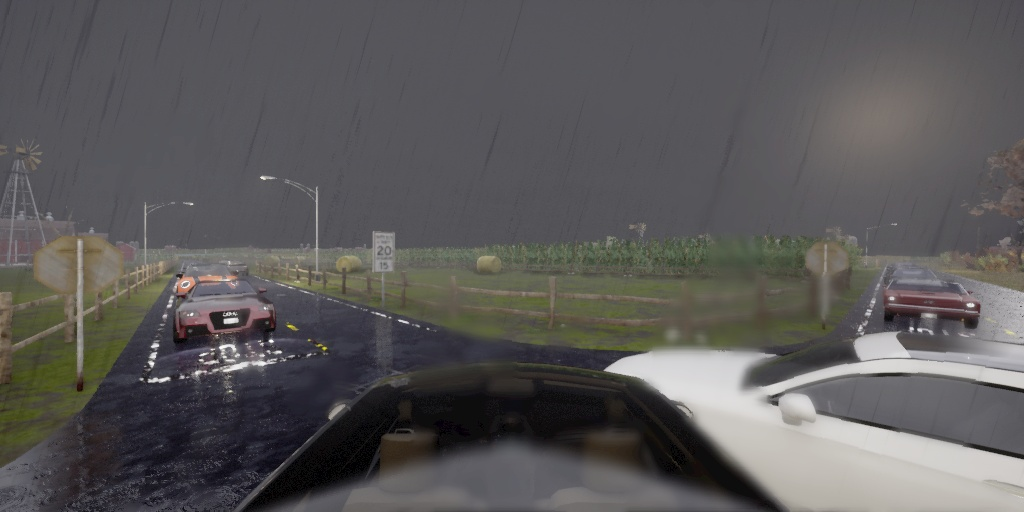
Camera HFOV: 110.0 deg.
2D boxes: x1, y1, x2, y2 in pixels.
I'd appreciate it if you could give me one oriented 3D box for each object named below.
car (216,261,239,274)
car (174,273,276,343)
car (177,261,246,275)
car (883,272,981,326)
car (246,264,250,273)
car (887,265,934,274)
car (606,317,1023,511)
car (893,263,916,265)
[{"bbox_3d":[-34.107,1.325,42.897,1.837,1.490,4.892,0,0,-42],"label":"car"},{"bbox_3d":[-8.031,1.359,9.973,1.994,1.385,4.181,0,0,-43],"label":"car"},{"bbox_3d":[-13.869,1.148,16.401,2.097,1.767,4.553,0,0,-42],"label":"car"},{"bbox_3d":[13.412,1.398,11.651,4.718,1.301,1.895,0,1,-44],"label":"car"},{"bbox_3d":[-27.316,1.300,35.504,2.128,1.511,4.902,0,0,-42],"label":"car"},{"bbox_3d":[20.427,1.364,18.282,5.357,1.411,2.033,0,1,-43],"label":"car"},{"bbox_3d":[2.819,1.293,2.489,1.812,1.442,4.674,0,1,-44],"label":"car"},{"bbox_3d":[27.122,1.402,24.600,4.181,1.385,1.994,0,1,-43],"label":"car"}]
